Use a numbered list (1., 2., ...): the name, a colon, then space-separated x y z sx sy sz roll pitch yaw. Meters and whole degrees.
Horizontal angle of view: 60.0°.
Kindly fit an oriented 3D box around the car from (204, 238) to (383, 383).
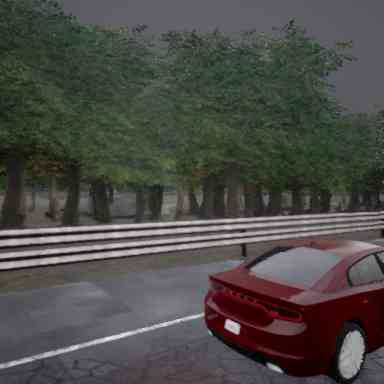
1. car: 2.519 1.517 5.515 5.008 1.535 1.882 0 0 -35
